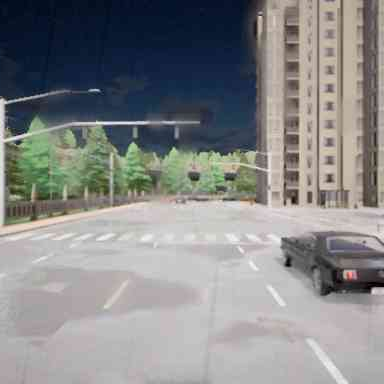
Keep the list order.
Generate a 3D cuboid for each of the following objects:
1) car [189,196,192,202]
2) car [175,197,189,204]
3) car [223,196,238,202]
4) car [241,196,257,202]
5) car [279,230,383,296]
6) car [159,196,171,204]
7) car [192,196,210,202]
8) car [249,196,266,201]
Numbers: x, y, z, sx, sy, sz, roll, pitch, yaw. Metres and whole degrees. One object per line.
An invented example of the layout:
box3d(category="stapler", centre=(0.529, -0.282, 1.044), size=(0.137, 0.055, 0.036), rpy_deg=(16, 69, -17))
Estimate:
box3d(category="car", centre=(-0.062, 1.744, 85.334), size=(1.837, 1.490, 4.892), rpy_deg=(0, 0, 31))
box3d(category="car", centre=(-2.355, 1.702, 67.782), size=(2.128, 1.511, 4.902), rpy_deg=(0, 0, 3))
box3d(category="car", centre=(9.928, 1.803, 86.605), size=(4.674, 1.442, 1.812), rpy_deg=(0, 0, -41))
box3d(category="car", centre=(14.937, 1.771, 86.334), size=(5.008, 1.535, 1.882), rpy_deg=(0, 0, -37))
box3d(category="car", centre=(3.685, 1.637, 8.661), size=(1.895, 1.301, 4.718), rpy_deg=(0, 0, 1))
box3d(category="car", centre=(-5.640, 1.539, 70.104), size=(2.097, 1.767, 4.553), rpy_deg=(0, 0, 3))
box3d(category="car", centre=(2.619, 1.841, 83.040), size=(1.895, 1.301, 4.718), rpy_deg=(0, 0, 31))
box3d(category="car", centre=(18.119, 1.873, 92.332), size=(4.181, 1.385, 1.994), rpy_deg=(0, 0, -23))
